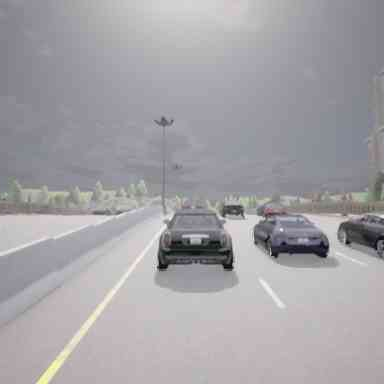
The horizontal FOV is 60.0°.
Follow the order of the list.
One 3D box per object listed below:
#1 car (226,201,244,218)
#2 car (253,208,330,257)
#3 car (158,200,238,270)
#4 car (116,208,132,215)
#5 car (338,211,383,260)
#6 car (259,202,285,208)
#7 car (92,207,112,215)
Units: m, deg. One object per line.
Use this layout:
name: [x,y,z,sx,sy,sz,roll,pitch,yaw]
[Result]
car: [3.596,1.543,30.852,1.882,1.535,5.008,0,-2,0]
car: [3.598,1.526,12.756,1.994,1.385,4.181,0,0,0]
car: [0.098,1.319,11.007,2.097,1.767,4.553,0,0,0]
car: [-10.564,3.149,52.439,2.033,1.411,5.357,0,-6,1]
car: [7.098,1.455,12.197,2.128,1.511,4.902,0,0,0]
car: [7.096,1.601,29.919,1.994,1.385,4.181,0,-2,0]
car: [-14.063,3.140,52.351,2.033,1.411,5.357,0,-6,1]
